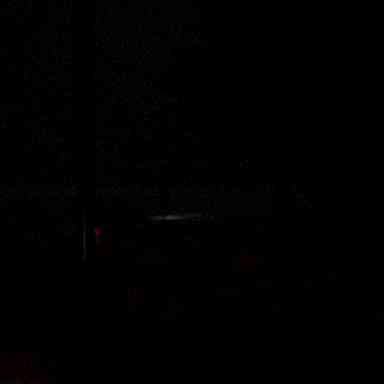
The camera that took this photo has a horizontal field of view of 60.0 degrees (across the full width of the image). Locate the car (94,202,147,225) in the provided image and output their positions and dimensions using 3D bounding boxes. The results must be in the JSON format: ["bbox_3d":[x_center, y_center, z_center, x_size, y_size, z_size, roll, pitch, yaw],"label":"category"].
[{"bbox_3d":[-5.324,1.481,24.261,2.128,1.511,4.902,3,2,35],"label":"car"}]

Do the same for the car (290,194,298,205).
[{"bbox_3d":[17.807,1.279,60.701,2.150,2.045,5.566,3,1,30],"label":"car"}]
